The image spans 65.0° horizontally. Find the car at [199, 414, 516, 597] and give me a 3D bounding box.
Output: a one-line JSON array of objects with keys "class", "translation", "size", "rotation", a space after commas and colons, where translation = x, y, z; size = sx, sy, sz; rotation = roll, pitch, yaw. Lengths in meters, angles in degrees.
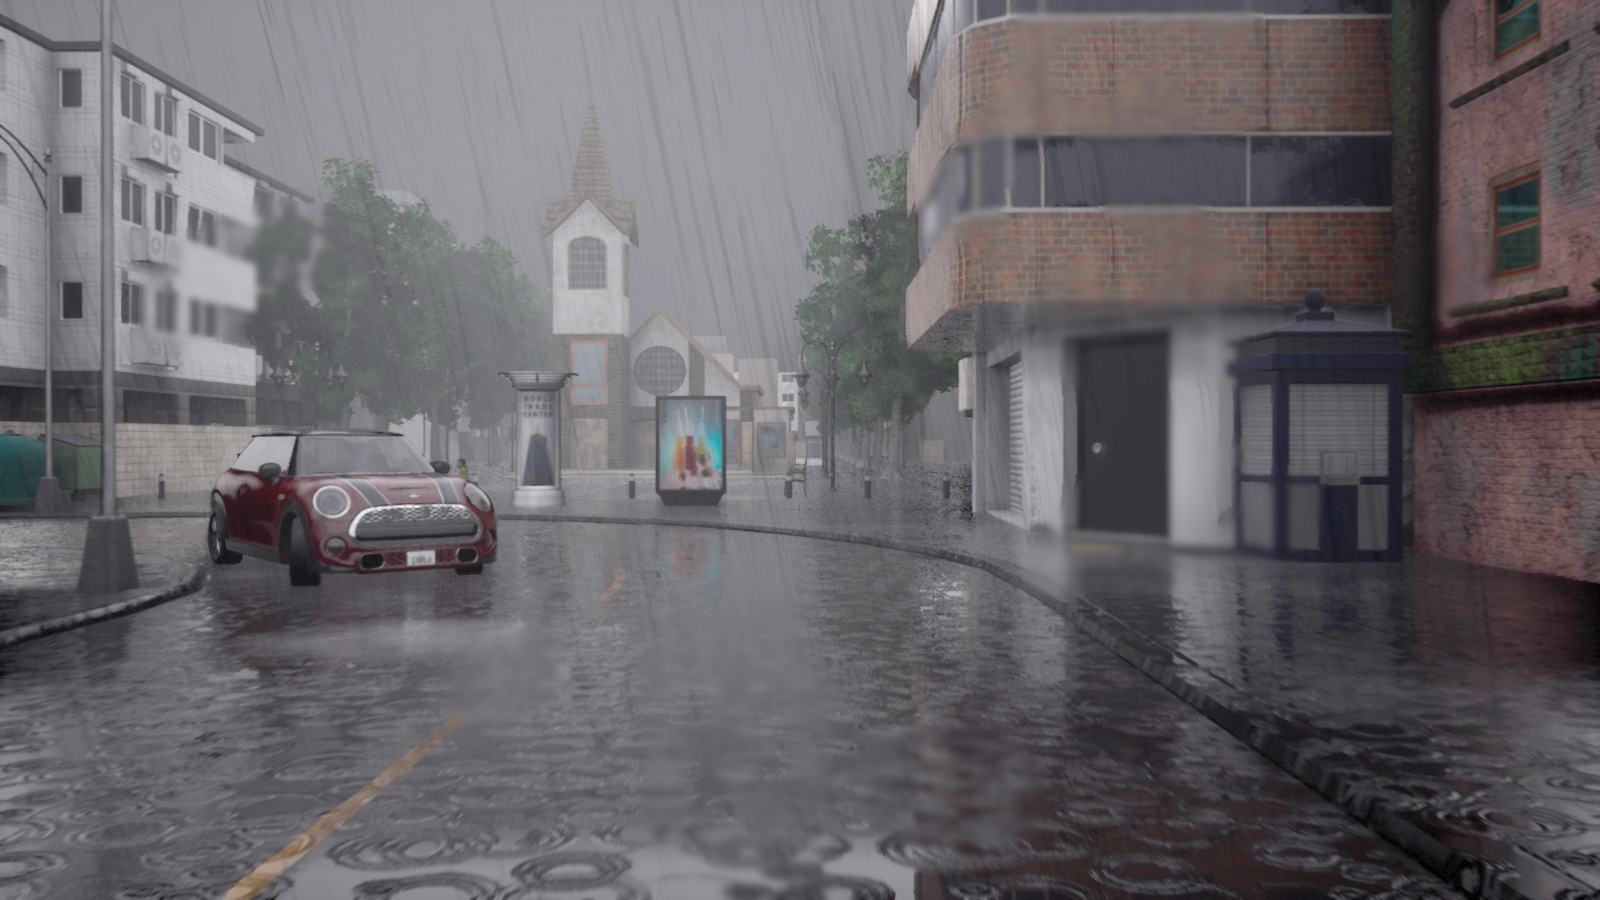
[{"class": "car", "translation": [-5.272, 0.520, 14.566], "size": [2.097, 1.767, 4.553], "rotation": [0, 0, -38]}]

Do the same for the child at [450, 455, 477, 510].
[{"class": "child", "translation": [-7.104, 0.681, 26.498], "size": [0.473, 1.160, 0.299], "rotation": [0, 0, 3]}]
